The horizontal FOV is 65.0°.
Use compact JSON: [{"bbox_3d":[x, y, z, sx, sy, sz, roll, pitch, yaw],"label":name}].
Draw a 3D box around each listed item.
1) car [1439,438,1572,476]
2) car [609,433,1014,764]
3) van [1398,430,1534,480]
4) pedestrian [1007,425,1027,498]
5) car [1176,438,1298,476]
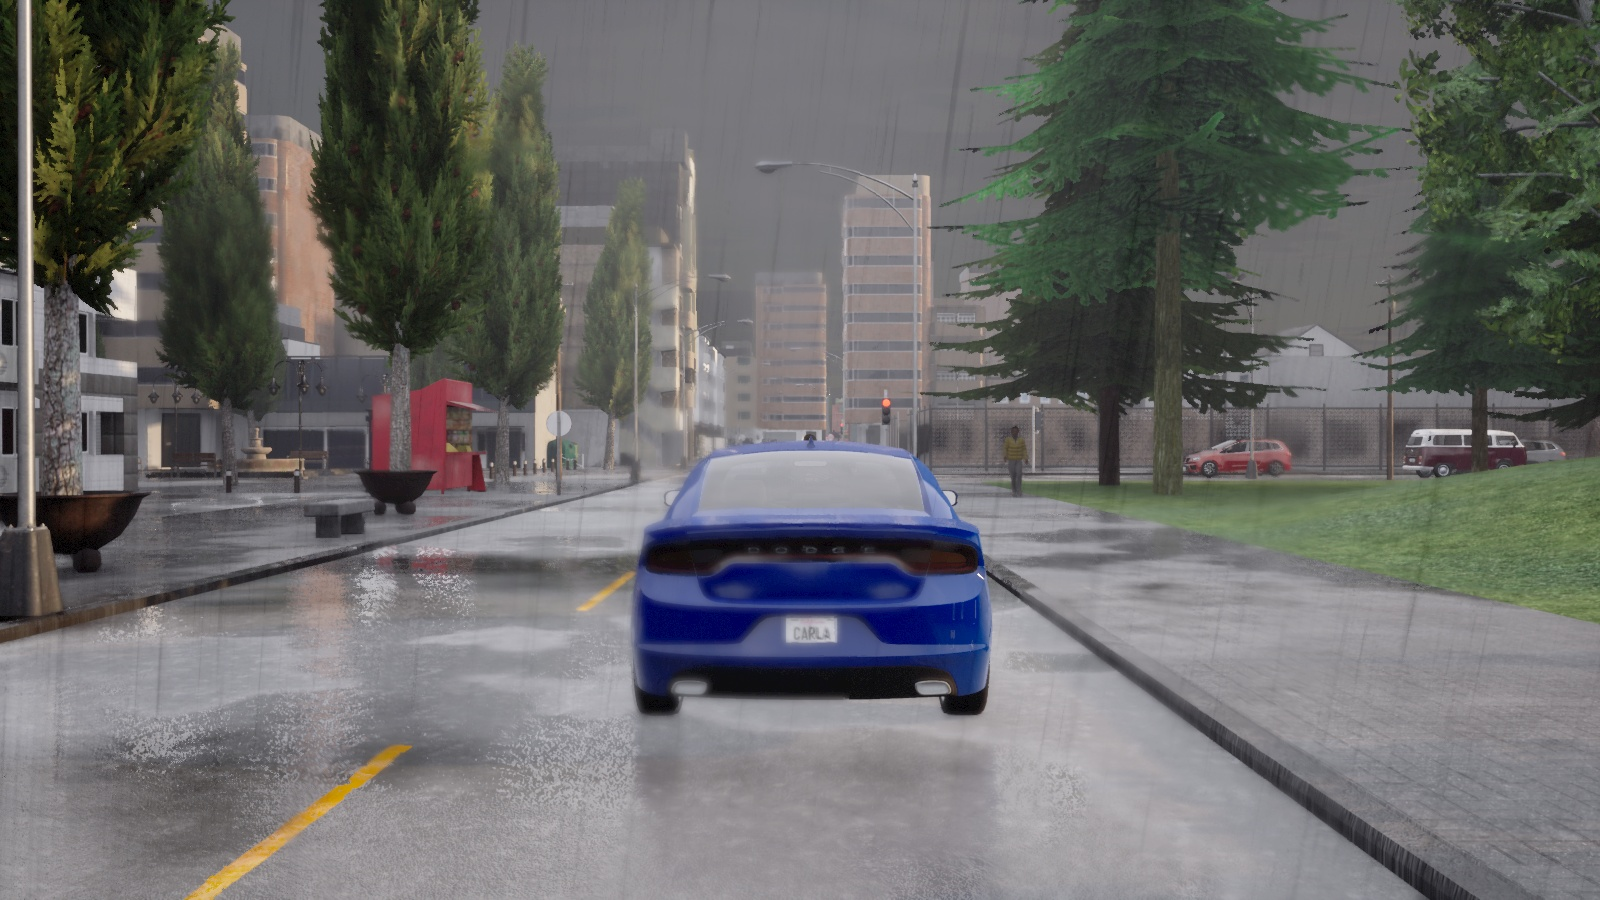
[{"bbox_3d":[31.168,0.303,55.603,4.611,1.667,2.242,0,0,0],"label":"car"},{"bbox_3d":[0.070,0.677,8.343,1.882,1.535,5.008,0,0,0],"label":"car"},{"bbox_3d":[27.328,0.201,51.625,4.480,2.038,2.069,0,0,0],"label":"van"},{"bbox_3d":[5.487,0.281,31.821,0.431,1.840,0.709,0,0,4],"label":"pedestrian"},{"bbox_3d":[19.323,0.293,55.669,4.611,1.667,2.242,0,0,1],"label":"car"}]
